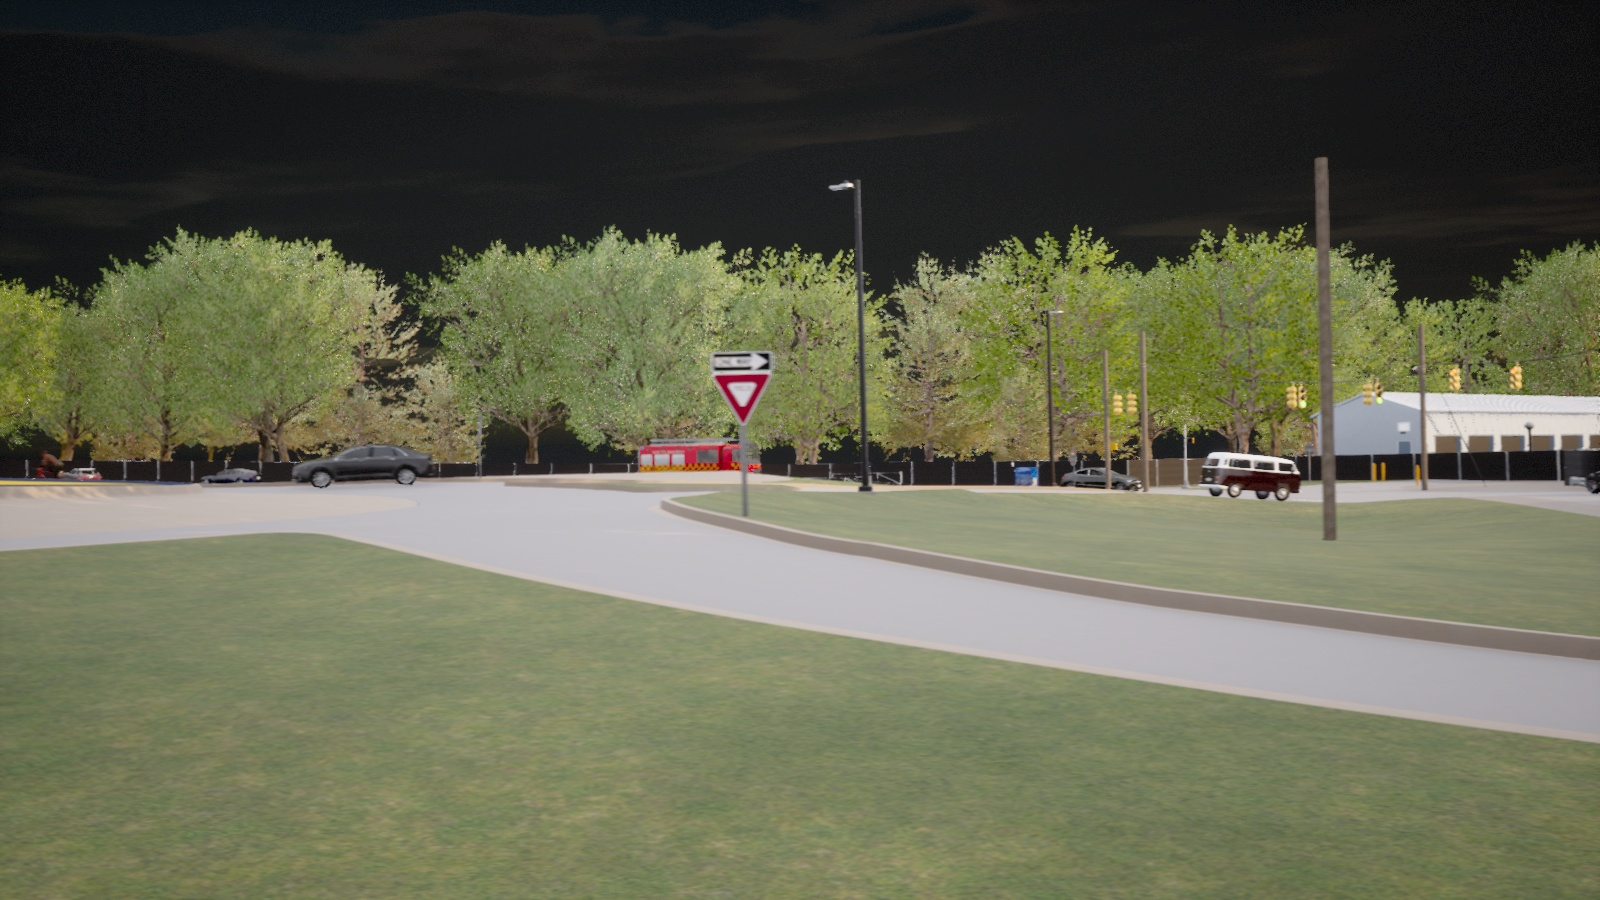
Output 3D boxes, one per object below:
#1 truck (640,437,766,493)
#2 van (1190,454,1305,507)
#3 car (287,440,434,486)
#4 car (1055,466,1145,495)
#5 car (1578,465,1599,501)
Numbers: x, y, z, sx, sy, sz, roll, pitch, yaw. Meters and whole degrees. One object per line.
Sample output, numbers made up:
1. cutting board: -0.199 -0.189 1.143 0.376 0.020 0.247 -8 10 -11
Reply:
1. truck: -6.874 1.030 89.371 8.468 3.827 2.891 0 1 13
2. van: 20.614 1.400 57.872 4.480 2.038 2.069 5 -1 -14
3. car: -15.849 0.444 45.461 4.892 1.490 1.837 -1 1 -19
4. car: 18.726 1.904 78.553 5.027 1.651 2.152 0 1 37
5. car: 33.173 1.308 49.992 1.812 1.442 4.674 -1 -1 5
